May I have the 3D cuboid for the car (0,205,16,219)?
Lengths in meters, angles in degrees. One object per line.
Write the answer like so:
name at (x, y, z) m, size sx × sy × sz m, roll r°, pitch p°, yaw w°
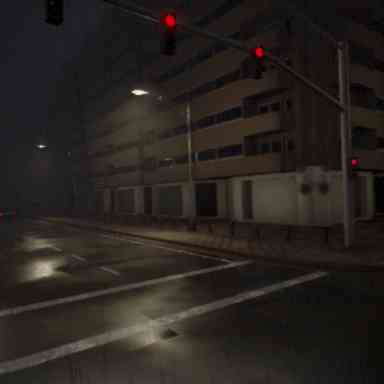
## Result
car at (-22.567, 2.594, 40.043) m, size 2.033 × 1.411 × 5.357 m, roll -1°, pitch -1°, yaw -36°

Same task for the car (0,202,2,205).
car at (-28.718, 2.531, 48.185) m, size 2.150 × 2.045 × 5.566 m, roll -1°, pitch -1°, yaw -37°
